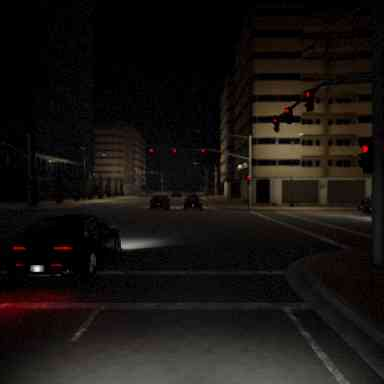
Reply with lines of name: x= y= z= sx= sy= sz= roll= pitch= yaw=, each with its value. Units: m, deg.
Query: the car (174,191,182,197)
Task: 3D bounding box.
car: x=-3.497 y=0.495 z=83.909 sx=2.033 sy=1.411 sz=5.357 roll=0 pitch=1 yaw=0

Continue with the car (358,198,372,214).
car: x=16.958 y=0.904 z=27.872 sx=5.566 sy=2.045 sz=2.150 roll=0 pitch=1 yaw=-1

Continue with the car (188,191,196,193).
car: x=0.003 y=0.651 z=74.785 sx=1.837 sy=1.490 sz=4.892 roll=0 pitch=1 yaw=0

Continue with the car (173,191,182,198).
car: x=-3.497 y=0.510 z=74.481 sx=2.097 sy=1.767 sz=4.553 roll=0 pitch=1 yaw=0

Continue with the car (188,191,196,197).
car: x=0.003 y=0.479 z=83.908 sx=1.812 sy=1.442 sz=4.674 roll=0 pitch=1 yaw=0

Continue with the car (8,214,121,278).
car: x=-3.405 y=1.394 z=9.733 sx=1.837 sy=1.490 sz=4.892 roll=0 pitch=1 yaw=0

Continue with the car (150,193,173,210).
car: x=-3.399 y=1.069 z=35.953 sx=1.882 sy=1.535 sz=5.008 roll=0 pitch=1 yaw=0

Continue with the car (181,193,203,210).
car: x=0.088 y=1.123 z=35.416 sx=1.812 sy=1.442 sz=4.674 roll=0 pitch=1 yaw=0
